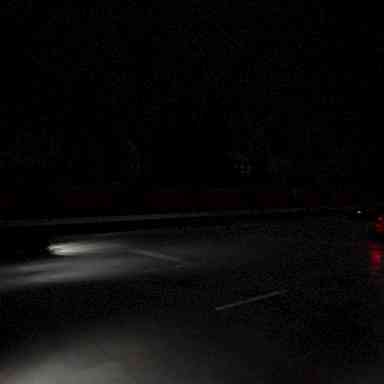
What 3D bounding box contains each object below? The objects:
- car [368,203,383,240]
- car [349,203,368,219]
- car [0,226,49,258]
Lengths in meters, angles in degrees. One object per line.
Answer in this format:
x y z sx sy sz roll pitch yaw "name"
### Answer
10.723 1.351 15.855 4.553 1.767 2.097 0 0 -36 "car"
14.860 1.564 27.512 4.181 1.385 1.994 0 0 -36 "car"
-7.766 1.547 11.104 5.357 1.411 2.033 0 0 -36 "car"
